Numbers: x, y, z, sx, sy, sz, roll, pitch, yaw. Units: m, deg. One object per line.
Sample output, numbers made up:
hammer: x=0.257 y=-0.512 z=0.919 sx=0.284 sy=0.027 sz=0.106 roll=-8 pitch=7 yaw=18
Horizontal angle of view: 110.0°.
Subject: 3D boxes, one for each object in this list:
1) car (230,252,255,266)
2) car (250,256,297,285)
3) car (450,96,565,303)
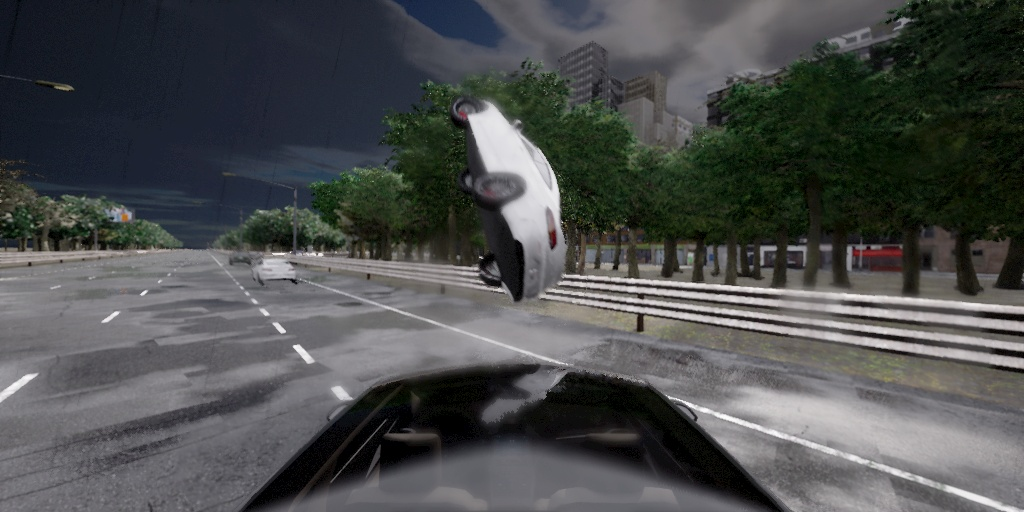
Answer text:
car: x=-33.820 y=0.247 z=44.731 sx=2.097 sy=1.767 sz=4.553 roll=1 pitch=0 yaw=-37
car: x=-14.453 y=0.900 z=21.816 sx=1.812 sy=1.442 sz=4.674 roll=1 pitch=1 yaw=-41
car: x=-0.094 y=-1.284 z=6.658 sx=1.442 sy=1.812 sz=4.674 roll=-9 pitch=45 yaw=-10
